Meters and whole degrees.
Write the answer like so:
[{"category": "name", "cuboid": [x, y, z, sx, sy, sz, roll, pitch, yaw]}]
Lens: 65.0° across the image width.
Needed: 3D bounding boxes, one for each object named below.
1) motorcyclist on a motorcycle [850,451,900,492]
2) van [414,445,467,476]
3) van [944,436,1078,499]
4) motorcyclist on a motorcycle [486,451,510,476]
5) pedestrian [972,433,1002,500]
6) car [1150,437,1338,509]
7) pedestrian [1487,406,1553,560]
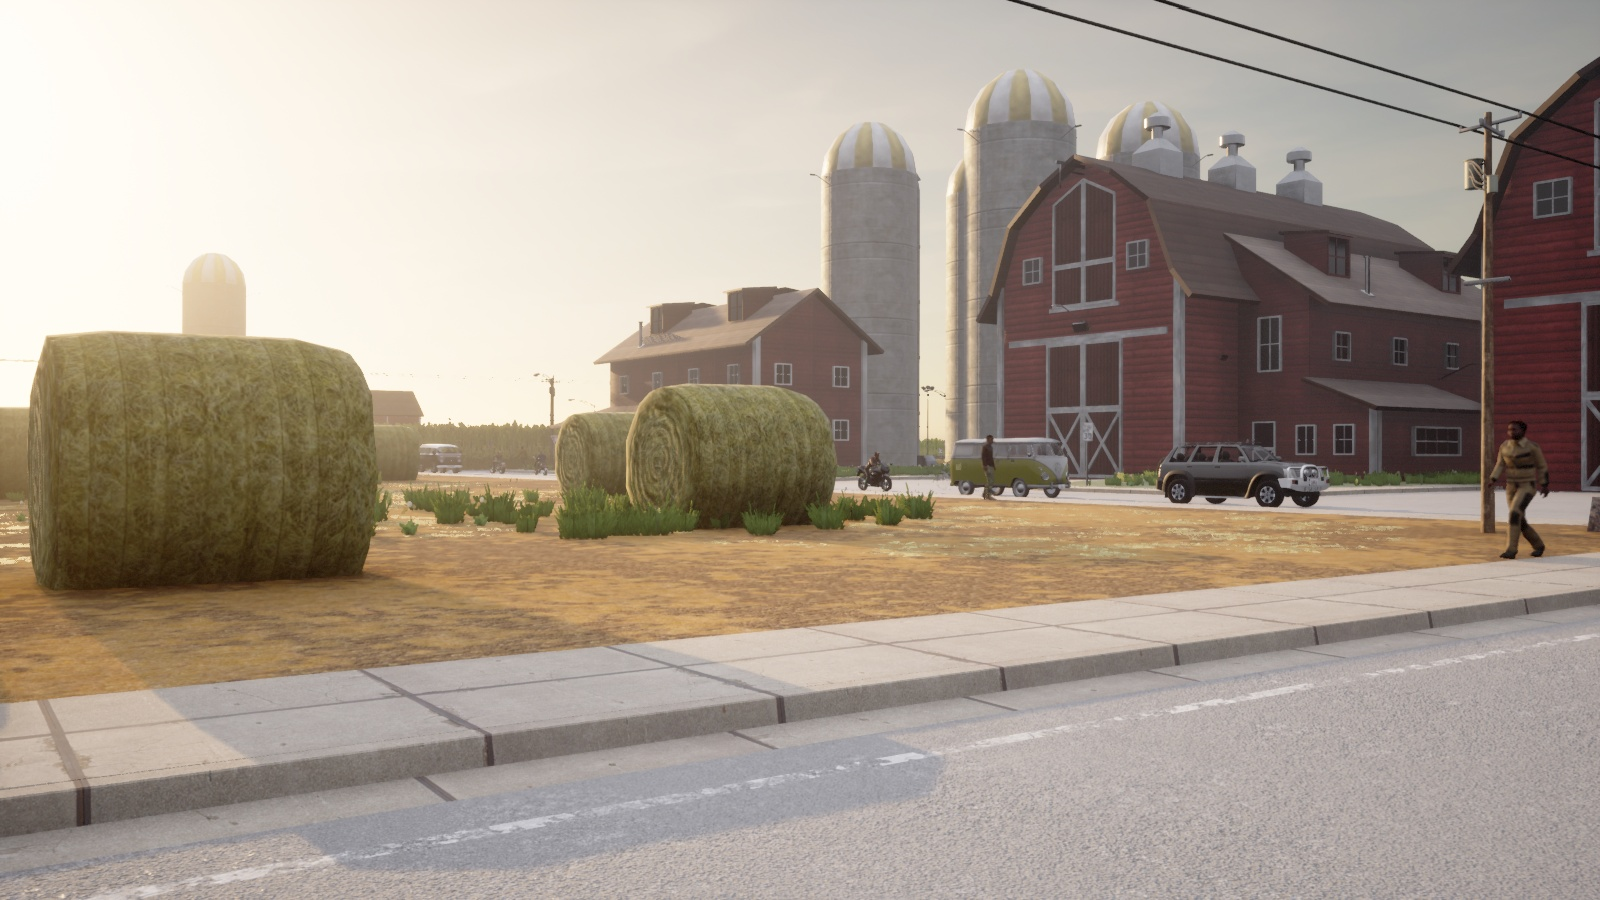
[{"category": "motorcyclist on a motorcycle", "cuboid": [2.848, 0.810, 47.760, 0.797, 1.523, 2.044, 0, 0, -36]}, {"category": "van", "cuboid": [-24.562, 0.703, 85.657, 2.069, 2.038, 4.480, 0, 0, -36]}, {"category": "van", "cuboid": [6.999, 0.559, 42.020, 1.775, 1.987, 4.442, 0, 0, -36]}, {"category": "motorcyclist on a motorcycle", "cuboid": [-20.838, 0.924, 86.484, 0.766, 1.649, 2.350, 0, 0, -36]}, {"category": "pedestrian", "cuboid": [5.193, 0.449, 34.844, 0.703, 1.840, 0.431, 0, 0, 33]}, {"category": "car", "cuboid": [12.212, 0.591, 34.812, 1.932, 1.855, 4.605, 0, 0, -36]}, {"category": "pedestrian", "cuboid": [9.181, 0.413, 16.015, 0.692, 1.930, 0.396, 0, 0, -25]}]
